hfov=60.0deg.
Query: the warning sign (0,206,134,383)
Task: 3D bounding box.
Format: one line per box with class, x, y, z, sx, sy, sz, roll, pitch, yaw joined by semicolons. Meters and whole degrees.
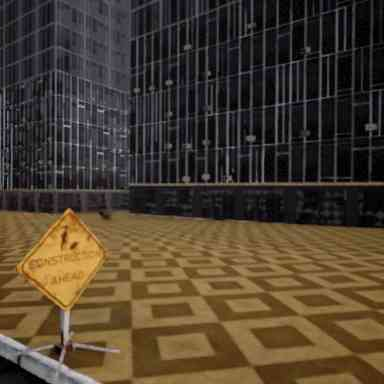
warning sign;-1.602;1.137;4.228;1.060;1.860;1.300;1;0;35
